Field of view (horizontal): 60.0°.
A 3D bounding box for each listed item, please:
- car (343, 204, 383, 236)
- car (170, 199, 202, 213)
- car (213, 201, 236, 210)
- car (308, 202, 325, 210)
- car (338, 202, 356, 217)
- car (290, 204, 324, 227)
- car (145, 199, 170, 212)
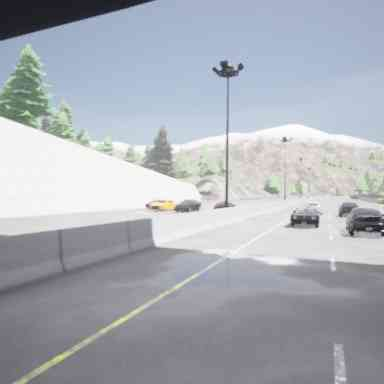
[{"bbox_3d":[10.295,1.700,19.807,1.837,1.490,4.892,0,0,22],"label":"car"},{"bbox_3d":[-0.394,1.665,40.292,1.882,1.535,5.008,0,0,23],"label":"car"},{"bbox_3d":[4.164,1.806,42.124,1.994,1.385,4.181,0,0,23],"label":"car"},{"bbox_3d":[13.577,1.834,37.017,1.812,1.442,4.674,0,0,22],"label":"car"},{"bbox_3d":[16.608,1.835,35.169,1.837,1.490,4.892,0,0,22],"label":"car"},{"bbox_3d":[8.407,1.798,24.422,1.895,1.301,4.718,0,0,22],"label":"car"},{"bbox_3d":[-3.480,1.643,41.982,1.882,1.535,5.008,0,0,23],"label":"car"}]
